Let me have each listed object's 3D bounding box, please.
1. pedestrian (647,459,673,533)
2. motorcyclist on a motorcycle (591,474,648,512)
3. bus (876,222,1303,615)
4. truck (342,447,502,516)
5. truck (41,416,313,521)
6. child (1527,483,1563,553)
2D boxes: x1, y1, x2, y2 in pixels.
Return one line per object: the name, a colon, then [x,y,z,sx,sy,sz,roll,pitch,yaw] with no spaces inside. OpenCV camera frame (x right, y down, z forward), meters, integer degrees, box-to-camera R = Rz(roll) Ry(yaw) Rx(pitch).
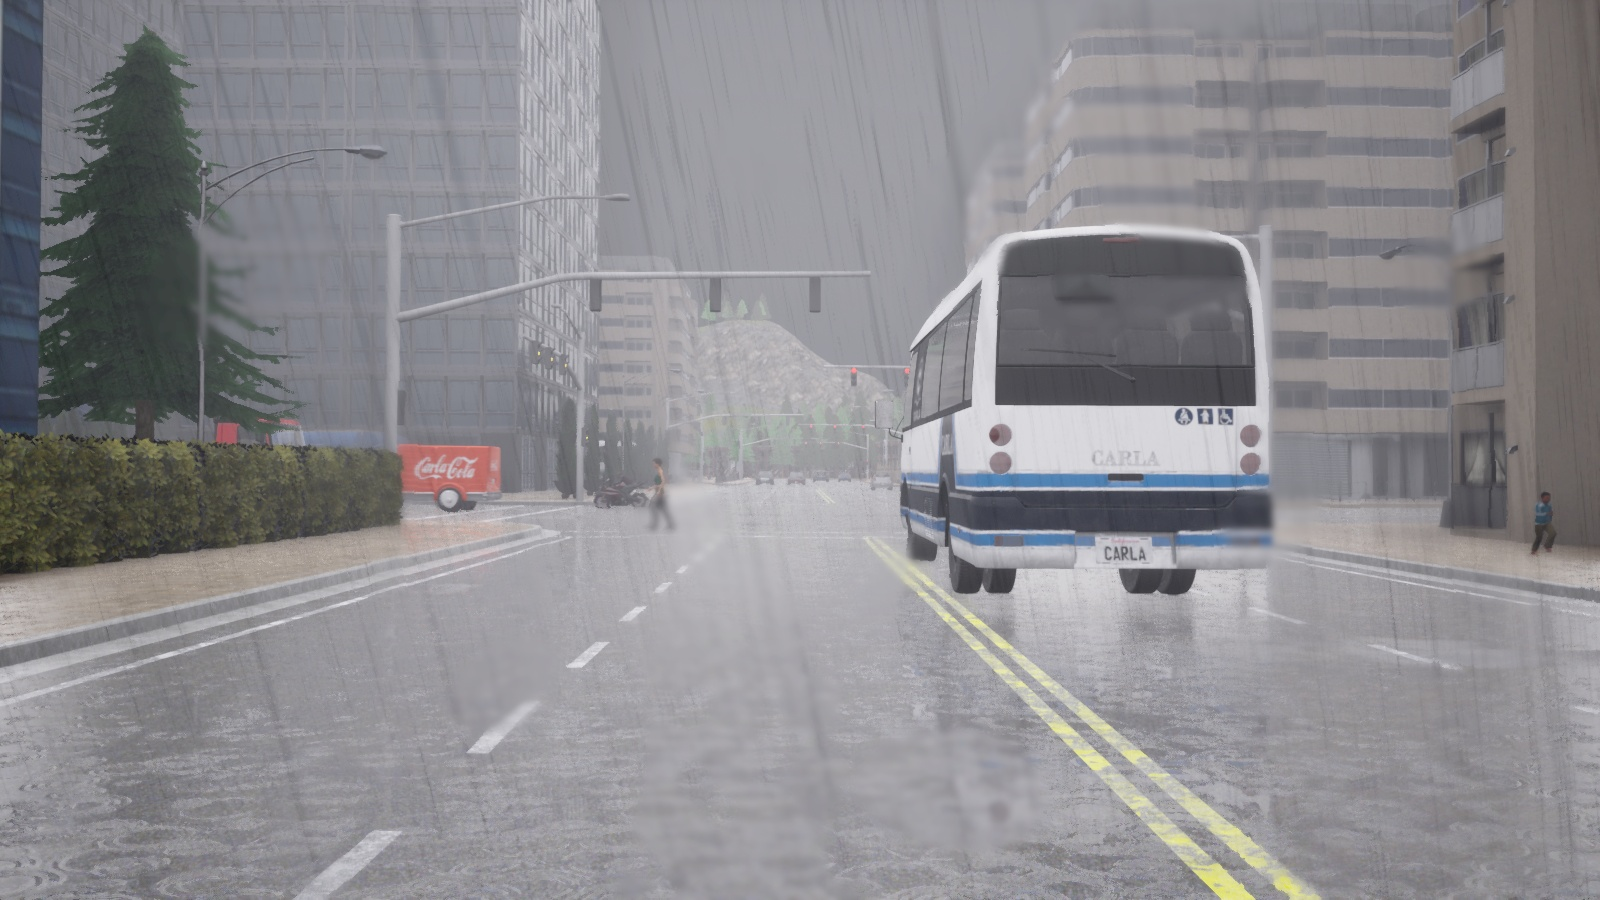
pedestrian: [-3.493,1.142,31.372,0.594,1.836,0.345,0,-1,6]
motorcyclist on a motorcycle: [-7.255,1.725,50.527,2.191,1.530,0.866,0,-1,-1]
bus: [3.446,-0.262,18.756,3.944,4.253,10.273,0,-1,0]
truck: [-14.060,1.171,46.950,5.204,2.467,2.627,0,-1,-1]
truck: [-21.336,0.644,43.366,7.936,3.462,2.891,0,-1,-1]
child: [12.895,1.166,21.735,0.343,1.192,0.448,0,-1,-1]
